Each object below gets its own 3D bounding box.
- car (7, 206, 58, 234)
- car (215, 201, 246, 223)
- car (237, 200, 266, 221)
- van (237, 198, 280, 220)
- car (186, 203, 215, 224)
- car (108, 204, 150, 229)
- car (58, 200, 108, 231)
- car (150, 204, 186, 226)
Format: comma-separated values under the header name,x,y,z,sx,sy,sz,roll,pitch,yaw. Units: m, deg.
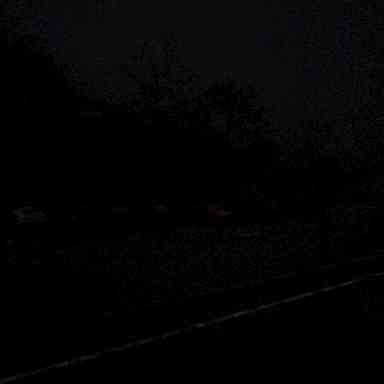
name,x,y,z,sx,sy,sz,roll,pitch,yaw
car,-9.735,1.576,19.767,2.002,1.452,4.674,1,0,-36
car,1.655,1.687,27.692,1.946,1.575,5.366,1,0,-36
car,3.788,1.751,29.483,2.163,1.488,4.792,1,0,-36
van,6.131,1.527,30.979,1.878,1.987,4.442,1,0,-36
car,-0.726,1.688,26.252,2.163,1.488,4.792,1,0,-36
car,-5.225,1.597,23.004,2.097,1.535,5.008,1,0,-36
car,-7.496,1.441,21.411,2.185,1.767,4.553,1,0,-36
car,-2.962,1.629,24.609,2.231,1.521,4.892,1,0,-36
